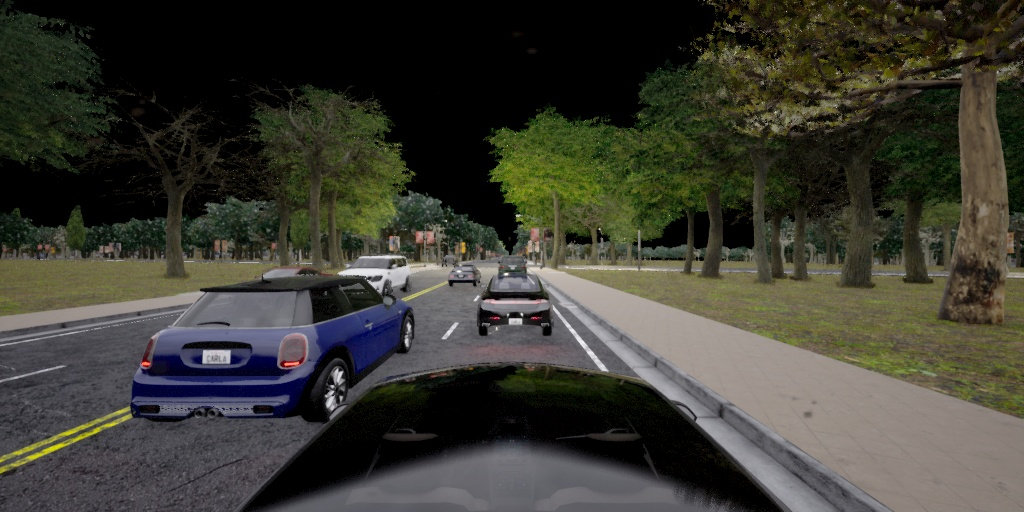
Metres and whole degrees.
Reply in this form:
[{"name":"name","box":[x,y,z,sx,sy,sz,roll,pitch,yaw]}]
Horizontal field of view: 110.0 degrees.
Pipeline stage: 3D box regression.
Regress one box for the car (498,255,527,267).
[{"name":"car","box":[0.045,0.978,28.429,2.150,2.045,5.566,0,0,0]}]

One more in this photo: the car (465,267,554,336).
[{"name":"car","box":[0.081,1.242,10.374,2.128,1.511,4.902,0,0,0]}]

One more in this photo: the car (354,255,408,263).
[{"name":"car","box":[-6.633,0.972,17.756,2.150,2.045,5.566,0,0,0]}]

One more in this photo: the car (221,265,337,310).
[{"name":"car","box":[-9.879,1.227,15.810,1.882,1.535,5.008,0,0,0]}]

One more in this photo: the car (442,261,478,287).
[{"name":"car","box":[-3.195,1.300,24.798,2.033,1.411,5.357,0,0,0]}]

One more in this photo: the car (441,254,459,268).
[{"name":"car","box":[-9.863,0.735,57.386,2.150,2.045,5.566,0,0,0]}]

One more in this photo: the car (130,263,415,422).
[{"name":"car","box":[-3.158,1.102,5.968,2.097,1.767,4.553,0,0,0]}]
